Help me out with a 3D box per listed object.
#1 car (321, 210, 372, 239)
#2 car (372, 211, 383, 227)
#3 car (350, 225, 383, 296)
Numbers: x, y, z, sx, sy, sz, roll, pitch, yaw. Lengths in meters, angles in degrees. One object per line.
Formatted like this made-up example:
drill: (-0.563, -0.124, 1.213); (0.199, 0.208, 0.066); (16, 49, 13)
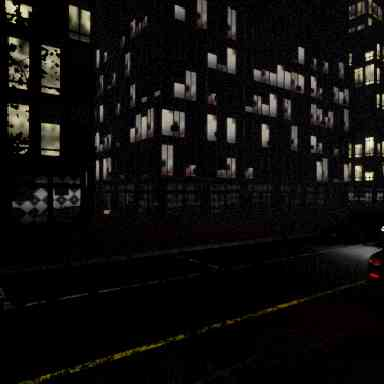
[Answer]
car: (8.140, 1.563, 16.226); (4.313, 1.339, 1.947); (0, 0, -36)
car: (10.065, 1.502, 14.423); (4.892, 1.490, 1.837); (0, 0, -35)
car: (5.672, 1.525, 7.362); (4.674, 1.442, 1.812); (0, 0, -36)
